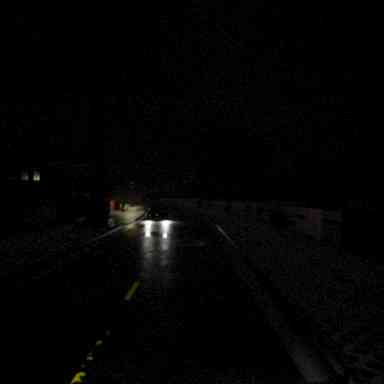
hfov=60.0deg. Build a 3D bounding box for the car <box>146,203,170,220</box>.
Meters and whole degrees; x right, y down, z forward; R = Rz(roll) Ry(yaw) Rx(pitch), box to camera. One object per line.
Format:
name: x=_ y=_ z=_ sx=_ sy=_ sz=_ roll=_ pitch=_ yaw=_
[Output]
car: x=-3.149 y=1.776 z=31.247 sx=1.837 sy=1.490 sz=4.892 roll=0 pitch=-1 yaw=-3
